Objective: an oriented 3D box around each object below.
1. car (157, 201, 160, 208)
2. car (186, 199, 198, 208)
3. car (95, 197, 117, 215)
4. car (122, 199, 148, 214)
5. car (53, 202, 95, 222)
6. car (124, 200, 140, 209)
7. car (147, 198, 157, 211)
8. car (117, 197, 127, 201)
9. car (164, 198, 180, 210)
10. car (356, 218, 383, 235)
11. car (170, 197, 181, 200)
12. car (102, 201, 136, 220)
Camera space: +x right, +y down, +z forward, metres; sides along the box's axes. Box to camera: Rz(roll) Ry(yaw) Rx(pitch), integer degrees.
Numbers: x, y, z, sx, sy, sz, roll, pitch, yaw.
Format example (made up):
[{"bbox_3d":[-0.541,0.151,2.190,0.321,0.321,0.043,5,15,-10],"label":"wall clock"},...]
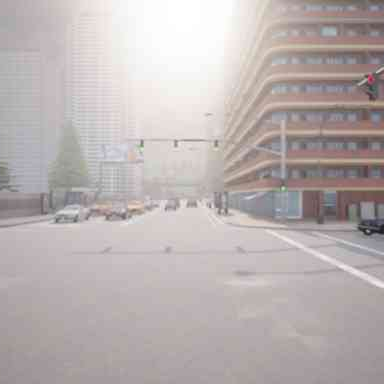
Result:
[{"bbox_3d":[-7.034,2.259,61.664,1.812,1.442,4.674,0,-1,1],"label":"car"},{"bbox_3d":[-0.010,2.118,64.526,2.097,1.767,4.553,0,-1,0],"label":"car"},{"bbox_3d":[-10.604,1.814,38.739,2.097,1.767,4.553,0,-1,0],"label":"car"},{"bbox_3d":[-7.104,1.977,41.962,1.882,1.535,5.008,0,-1,0],"label":"car"},{"bbox_3d":[-10.604,1.881,29.791,1.812,1.442,4.674,0,-1,2],"label":"car"},{"bbox_3d":[-10.552,2.205,58.882,1.837,1.490,4.892,0,-1,0],"label":"car"},{"bbox_3d":[-7.092,2.103,51.440,2.128,1.511,4.902,0,-1,0],"label":"car"},{"bbox_3d":[-10.600,1.798,48.468,2.150,2.045,5.566,0,-1,0],"label":"car"},{"bbox_3d":[-3.407,2.185,53.600,2.033,1.411,5.357,0,-1,0],"label":"car"},{"bbox_3d":[11.420,1.760,18.027,4.718,1.301,1.895,0,-1,-12],"label":"car"},{"bbox_3d":[-3.494,2.004,65.588,2.150,2.045,5.566,0,0,0],"label":"car"},{"bbox_3d":[-7.089,1.915,32.623,1.812,1.442,4.674,0,-1,0],"label":"car"}]
